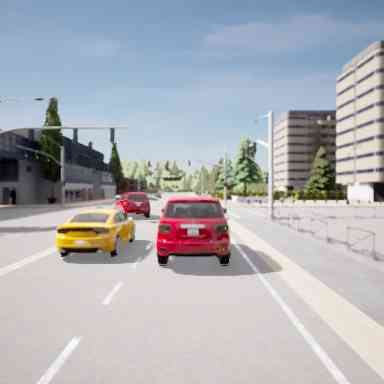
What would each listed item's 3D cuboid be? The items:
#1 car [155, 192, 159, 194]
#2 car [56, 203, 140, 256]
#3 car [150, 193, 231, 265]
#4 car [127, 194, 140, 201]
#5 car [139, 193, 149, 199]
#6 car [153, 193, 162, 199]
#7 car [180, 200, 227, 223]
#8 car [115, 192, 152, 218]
[{"bbox_3d":[-8.307,1.076,68.007,1.812,1.442,4.674,0,1,-1],"label":"car"},{"bbox_3d":[-3.418,1.393,12.663,1.882,1.535,5.008,0,0,0],"label":"car"},{"bbox_3d":[0.077,1.144,11.521,2.150,2.045,5.566,0,0,1],"label":"car"},{"bbox_3d":[-11.804,1.105,67.856,1.994,1.385,4.181,0,0,-1],"label":"car"},{"bbox_3d":[-12.171,0.923,84.315,1.812,1.442,4.674,0,0,-1],"label":"car"},{"bbox_3d":[-8.672,0.896,84.420,1.837,1.490,4.892,0,0,-1],"label":"car"},{"bbox_3d":[1.022,1.380,25.381,2.033,1.411,5.357,0,0,19],"label":"car"},{"bbox_3d":[-5.072,1.039,27.834,2.150,2.045,5.566,1,0,-21],"label":"car"}]
